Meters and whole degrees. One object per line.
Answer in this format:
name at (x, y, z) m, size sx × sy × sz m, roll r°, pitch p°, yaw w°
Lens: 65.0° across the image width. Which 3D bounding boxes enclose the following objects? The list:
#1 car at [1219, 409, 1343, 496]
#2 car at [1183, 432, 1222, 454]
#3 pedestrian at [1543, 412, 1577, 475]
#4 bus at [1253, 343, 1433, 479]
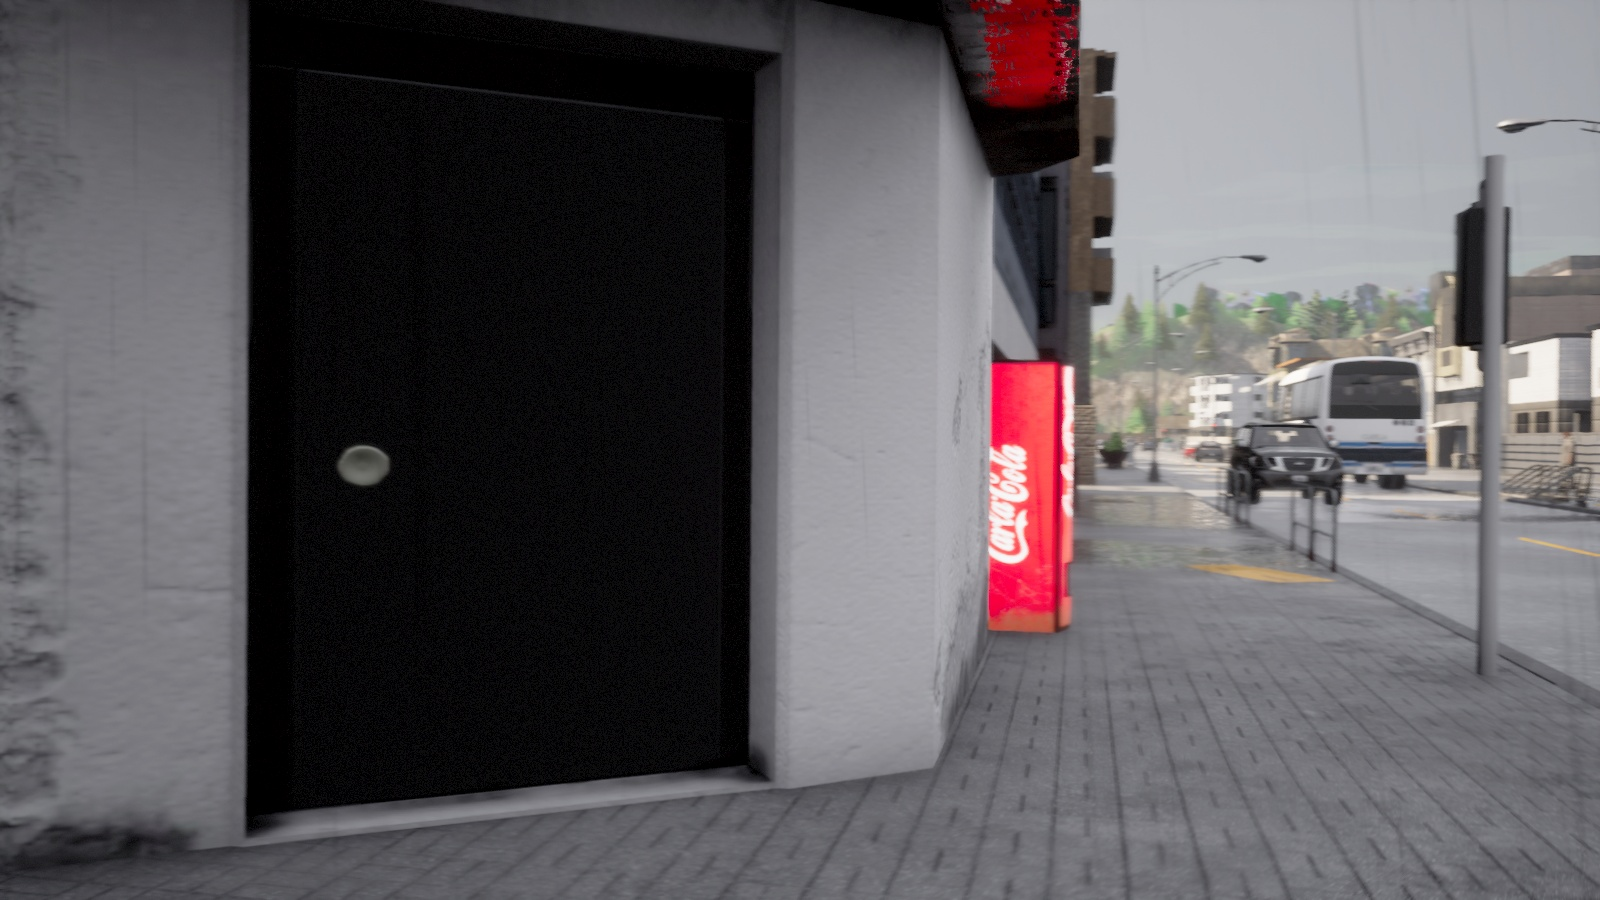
car at (12.223, 0.028, 32.284) m, size 2.150 × 2.045 × 5.566 m, roll -1°, pitch 1°, yaw 12°
car at (28.743, -0.544, 89.773) m, size 2.128 × 1.511 × 4.902 m, roll -1°, pitch 1°, yaw 12°
pedestrian at (24.099, -0.209, 39.828) m, size 0.873 × 1.952 × 0.659 m, roll 0°, pitch 1°, yaw 29°
bus at (19.036, -1.285, 44.925) m, size 3.944 × 4.253 × 10.273 m, roll -1°, pitch 1°, yaw 12°
